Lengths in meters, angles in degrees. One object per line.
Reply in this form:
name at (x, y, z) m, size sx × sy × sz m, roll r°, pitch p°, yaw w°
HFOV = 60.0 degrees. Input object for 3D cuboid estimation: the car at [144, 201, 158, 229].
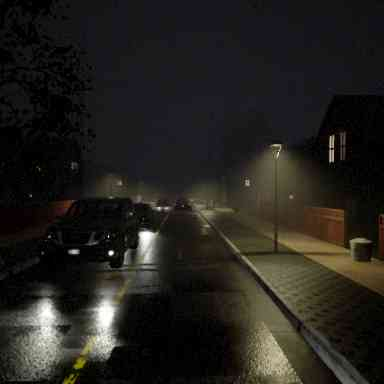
car at (-3.467, 1.493, 21.408) m, size 1.837 × 1.490 × 4.892 m, roll 0°, pitch 0°, yaw -2°

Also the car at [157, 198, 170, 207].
car at (-4.403, 1.542, 51.188) m, size 1.994 × 1.385 × 4.181 m, roll 0°, pitch 0°, yaw -2°

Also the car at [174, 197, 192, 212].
car at (-1.079, 1.546, 39.180) m, size 1.994 × 1.385 × 4.181 m, roll 0°, pitch 0°, yaw -2°

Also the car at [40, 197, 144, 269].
car at (-3.164, 1.216, 11.510) m, size 2.150 × 2.045 × 5.566 m, roll 0°, pitch 0°, yaw -1°

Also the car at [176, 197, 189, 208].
car at (-1.402, 1.504, 49.175) m, size 1.812 × 1.442 × 4.674 m, roll 0°, pitch 0°, yaw -2°
